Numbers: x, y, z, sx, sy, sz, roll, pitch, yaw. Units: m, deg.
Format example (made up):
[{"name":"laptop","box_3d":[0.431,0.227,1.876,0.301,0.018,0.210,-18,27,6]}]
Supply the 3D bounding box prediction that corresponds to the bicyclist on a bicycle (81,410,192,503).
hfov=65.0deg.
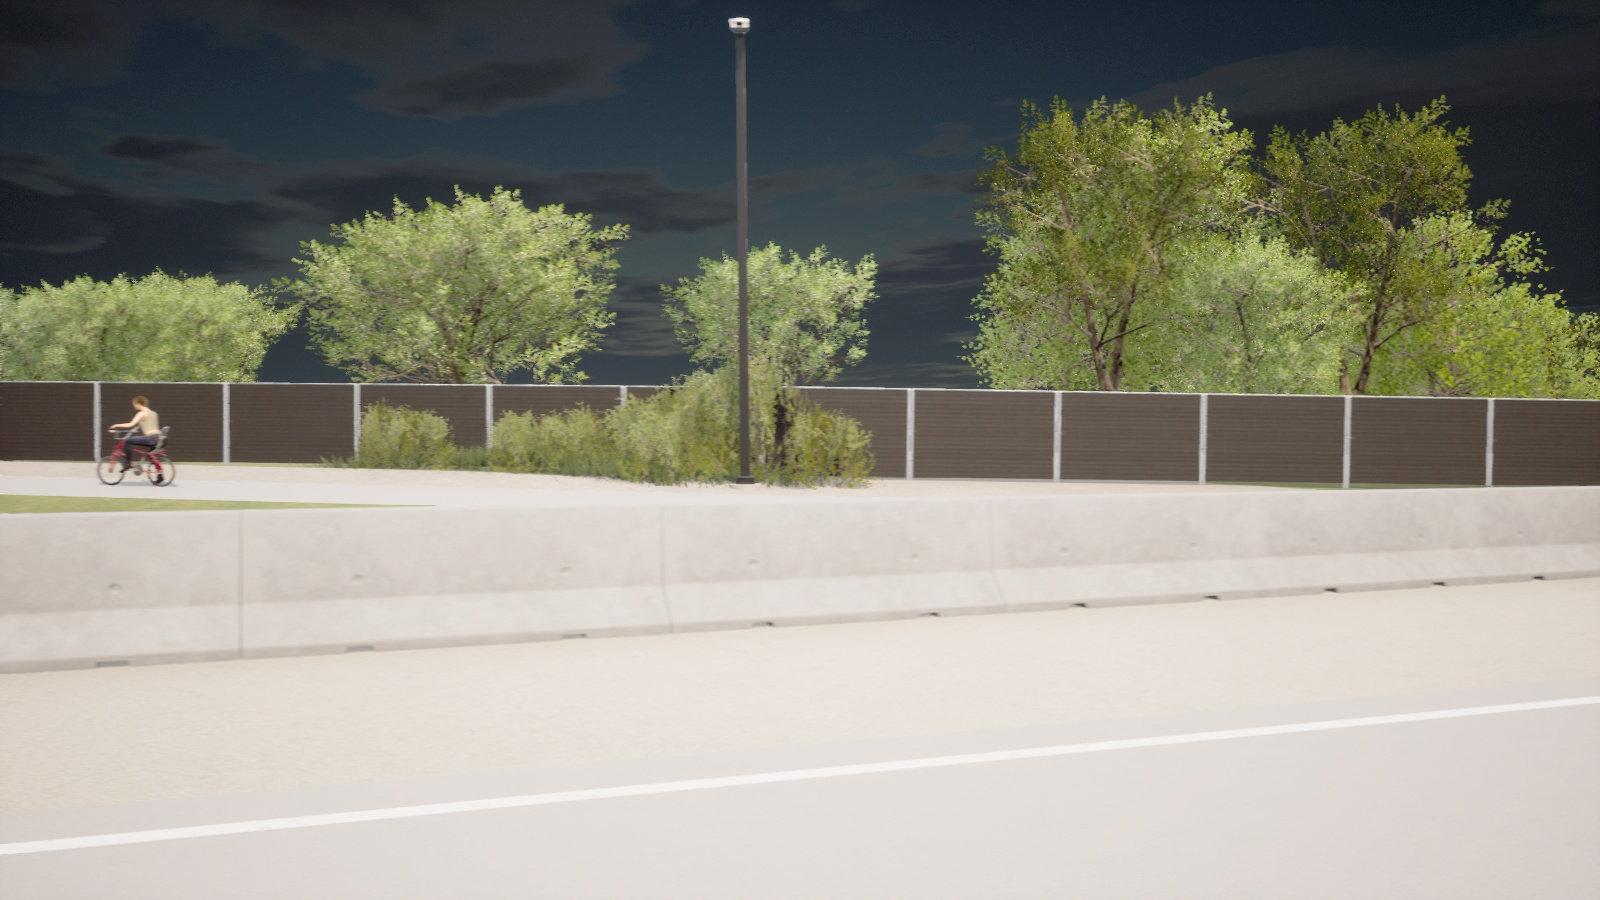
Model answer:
[{"name":"bicyclist on a bicycle","box_3d":[-11.829,0.100,22.419,1.509,1.612,0.866,0,2,6]}]
